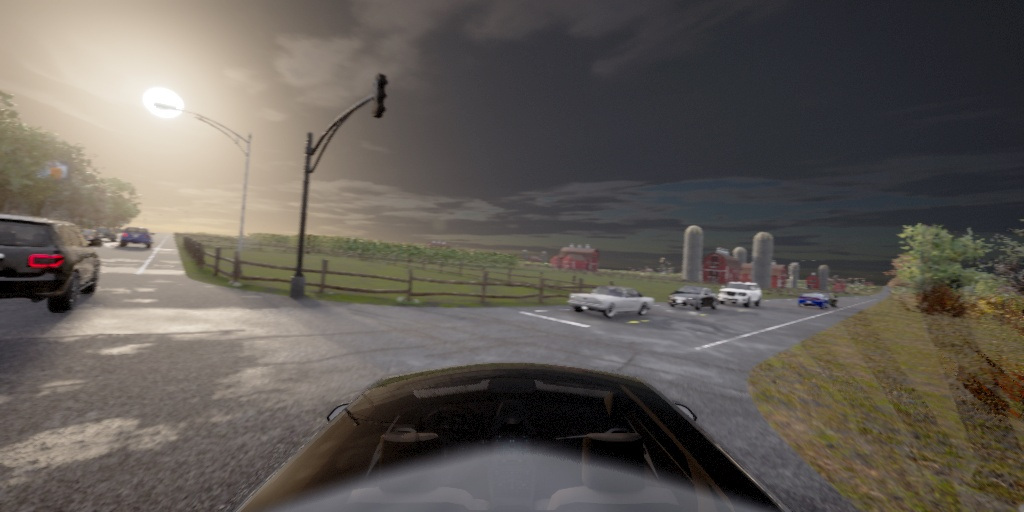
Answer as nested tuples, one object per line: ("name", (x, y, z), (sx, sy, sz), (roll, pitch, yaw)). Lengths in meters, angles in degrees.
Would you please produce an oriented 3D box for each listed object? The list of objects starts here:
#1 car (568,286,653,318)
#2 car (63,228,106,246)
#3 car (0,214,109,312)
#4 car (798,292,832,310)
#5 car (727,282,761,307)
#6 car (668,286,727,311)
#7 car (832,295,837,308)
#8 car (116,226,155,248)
("car", (4.770, 2.097, 17.012), (4.718, 1.301, 1.895), (6, -2, -43))
("car", (-41.855, -1.889, 35.248), (2.033, 1.411, 5.357), (5, -1, -43))
("car", (-11.547, 0.075, 8.386), (2.150, 2.045, 5.566), (5, 0, -44))
("car", (30.774, 4.534, 36.598), (5.008, 1.535, 1.882), (6, -2, -43))
("car", (19.954, 3.289, 31.329), (5.566, 2.045, 2.150), (6, -2, -43))
("car", (12.230, 2.760, 24.041), (4.902, 1.511, 2.128), (6, -2, -43))
("car", (37.083, 5.063, 42.604), (4.553, 1.767, 2.097), (6, -2, -43))
("car", (-38.893, -1.964, 37.233), (2.150, 2.045, 5.566), (5, -1, -44))
